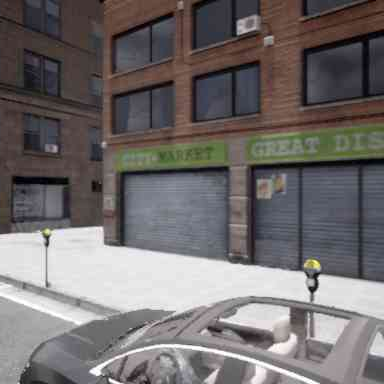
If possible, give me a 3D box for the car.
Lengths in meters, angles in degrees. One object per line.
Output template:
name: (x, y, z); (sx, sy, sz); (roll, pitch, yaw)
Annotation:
car: (0.392, 1.550, 2.531); (4.403, 1.369, 2.008); (0, 0, 36)
